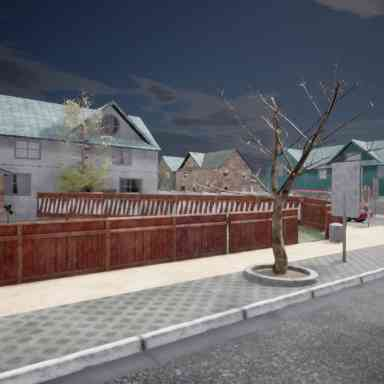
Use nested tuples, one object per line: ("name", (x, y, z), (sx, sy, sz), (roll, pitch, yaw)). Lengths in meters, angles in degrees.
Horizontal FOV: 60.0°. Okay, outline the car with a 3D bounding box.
("car", (9.391, 0.937, 22.993), (2.150, 2.045, 5.566), (1, 1, -36))
